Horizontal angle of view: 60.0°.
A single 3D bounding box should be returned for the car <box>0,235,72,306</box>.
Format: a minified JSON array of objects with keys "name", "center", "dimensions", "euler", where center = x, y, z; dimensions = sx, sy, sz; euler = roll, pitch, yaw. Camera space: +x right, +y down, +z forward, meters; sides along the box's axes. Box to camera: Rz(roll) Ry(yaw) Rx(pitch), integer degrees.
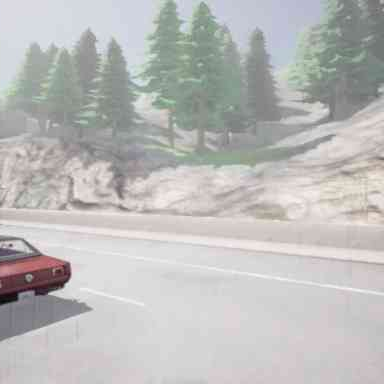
[{"name":"car","center":[-4.879,1.652,7.474],"dimensions":[4.718,1.301,1.895],"euler":[0,0,36]}]
